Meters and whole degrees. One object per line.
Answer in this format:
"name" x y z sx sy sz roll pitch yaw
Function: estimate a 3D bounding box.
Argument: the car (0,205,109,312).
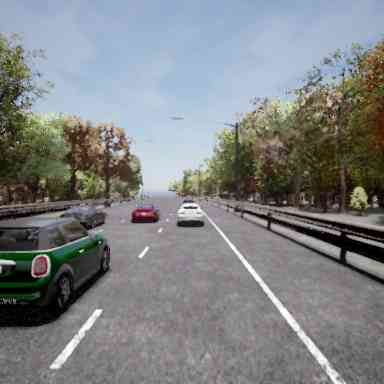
"car" -3.436 1.366 7.864 2.097 1.767 4.553 0 0 0

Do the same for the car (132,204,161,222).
"car" -3.665 1.618 27.023 1.994 1.385 4.181 0 0 -1

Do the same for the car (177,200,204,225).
"car" -0.119 1.573 24.499 1.812 1.442 4.674 0 0 -1

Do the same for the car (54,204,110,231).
"car" -7.084 1.593 22.080 2.033 1.411 5.357 0 0 -1
